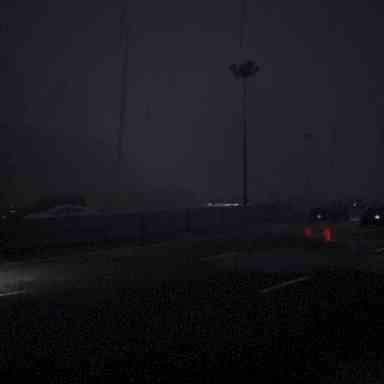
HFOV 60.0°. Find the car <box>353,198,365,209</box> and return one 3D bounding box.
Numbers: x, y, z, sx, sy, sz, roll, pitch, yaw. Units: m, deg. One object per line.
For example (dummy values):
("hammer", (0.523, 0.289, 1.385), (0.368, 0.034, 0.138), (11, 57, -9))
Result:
("car", (18.504, 1.347, 37.728), (1.994, 1.385, 4.181), (0, 0, 27))

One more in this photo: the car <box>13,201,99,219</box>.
("car", (-7.957, 1.548, 20.355), (4.674, 1.442, 1.812), (-1, 0, -42))

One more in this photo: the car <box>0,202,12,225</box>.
("car", (-15.559, 1.553, 23.172), (5.008, 1.535, 1.882), (-1, 0, -38))

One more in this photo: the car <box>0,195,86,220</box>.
("car", (-9.979, 1.253, 23.165), (5.566, 2.045, 2.150), (-1, 0, -41))

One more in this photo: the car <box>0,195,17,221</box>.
("car", (-17.142, 1.302, 26.272), (5.566, 2.045, 2.150), (-1, 0, -38))

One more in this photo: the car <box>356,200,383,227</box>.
("car", (12.051, 1.431, 20.931), (1.994, 1.385, 4.181), (0, 0, 39))

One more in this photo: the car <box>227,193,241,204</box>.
("car", (7.389, 1.390, 58.691), (1.994, 1.385, 4.181), (0, 0, 14))

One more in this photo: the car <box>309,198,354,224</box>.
("car", (9.784, 1.405, 23.643), (1.812, 1.442, 4.674), (0, 0, 39))

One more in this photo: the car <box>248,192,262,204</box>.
("car", (11.309, 1.008, 59.950), (2.150, 2.045, 5.566), (0, 0, 12))

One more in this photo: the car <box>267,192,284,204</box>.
("car", (14.003, 0.999, 56.218), (2.150, 2.045, 5.566), (0, 0, 14))

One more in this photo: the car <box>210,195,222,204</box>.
("car", (4.437, 1.321, 61.372), (1.882, 1.535, 5.008), (0, 0, 11))
